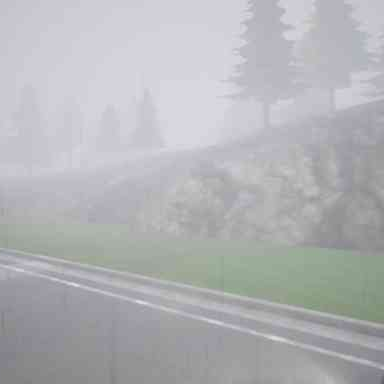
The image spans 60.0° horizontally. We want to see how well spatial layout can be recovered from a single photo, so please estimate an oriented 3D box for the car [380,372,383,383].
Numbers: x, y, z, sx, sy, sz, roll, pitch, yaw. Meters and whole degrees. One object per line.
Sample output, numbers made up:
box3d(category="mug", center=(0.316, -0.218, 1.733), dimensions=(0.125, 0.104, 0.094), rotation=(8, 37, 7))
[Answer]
box3d(category="car", center=(3.747, 1.549, 1.318), dimensions=(5.357, 1.411, 2.033), rotation=(0, 0, 36))
